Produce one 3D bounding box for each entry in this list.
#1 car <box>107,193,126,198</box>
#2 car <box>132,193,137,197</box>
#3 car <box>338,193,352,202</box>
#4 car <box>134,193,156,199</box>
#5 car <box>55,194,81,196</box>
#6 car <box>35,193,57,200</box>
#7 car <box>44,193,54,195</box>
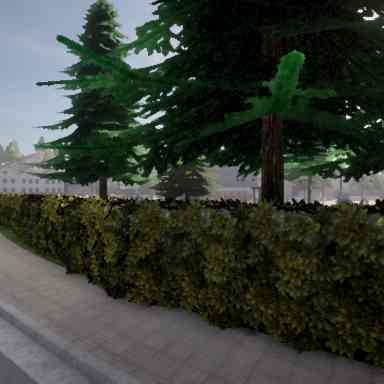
[{"bbox_3d":[-20.394,1.153,90.259,5.027,1.636,2.152,0,0,-36],"label":"car"},{"bbox_3d":[-10.904,1.097,77.745,4.605,1.855,1.932,0,0,-36],"label":"car"},{"bbox_3d":[27.968,1.209,60.934,2.150,2.045,5.566,-2,-1,26],"label":"car"},{"bbox_3d":[-7.945,1.384,60.661,3.806,1.475,1.970,0,0,-36],"label":"car"},{"bbox_3d":[-23.868,1.320,63.995,3.633,1.501,1.845,0,0,-36],"label":"car"},{"bbox_3d":[-36.346,1.097,82.672,4.605,1.855,1.932,0,0,-36],"label":"car"},{"bbox_3d":[-29.661,1.298,72.138,4.514,1.523,2.007,0,0,-36],"label":"car"}]
